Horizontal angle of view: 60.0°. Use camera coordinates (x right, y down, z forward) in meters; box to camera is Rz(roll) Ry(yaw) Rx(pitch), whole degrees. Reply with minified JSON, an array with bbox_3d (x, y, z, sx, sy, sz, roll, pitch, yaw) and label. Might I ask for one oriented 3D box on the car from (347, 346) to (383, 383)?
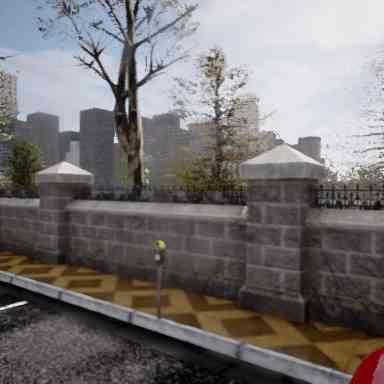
[{"bbox_3d":[2.898,1.329,0.653,5.009,1.841,2.192,0,0,36],"label":"car"}]
